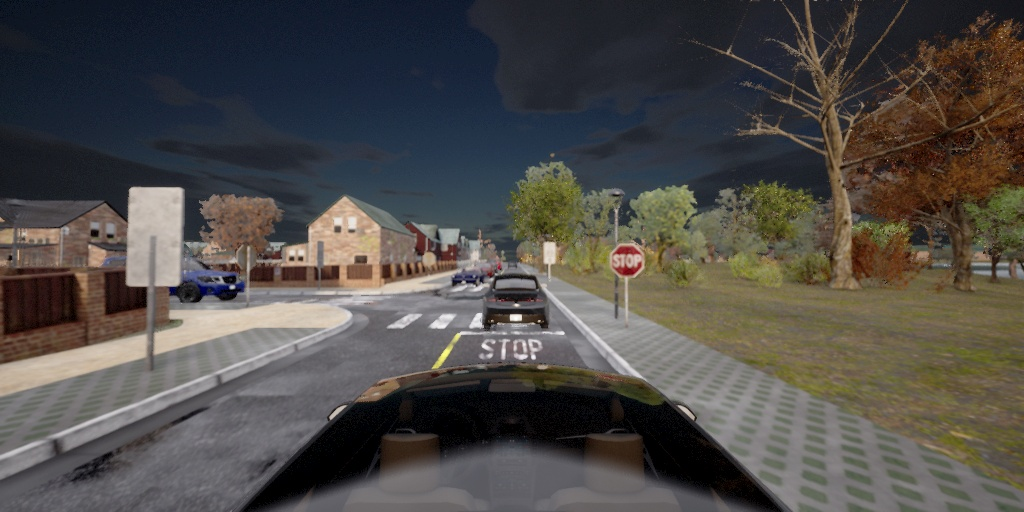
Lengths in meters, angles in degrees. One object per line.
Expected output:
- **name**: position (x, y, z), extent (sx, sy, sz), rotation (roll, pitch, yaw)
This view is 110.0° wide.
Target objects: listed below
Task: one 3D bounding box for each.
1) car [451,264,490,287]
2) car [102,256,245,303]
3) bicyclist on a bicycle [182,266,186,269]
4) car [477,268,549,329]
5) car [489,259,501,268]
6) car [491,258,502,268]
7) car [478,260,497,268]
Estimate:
- **car**: position (-3.085, 1.474, 26.287), extent (1.895, 1.301, 4.718), rotation (0, 0, 5)
- **car**: position (-15.096, 1.036, 15.924), extent (5.566, 2.045, 2.150), rotation (0, -2, 2)
- **bicyclist on a bicycle**: position (-20.214, 1.302, 21.945), extent (0.582, 1.620, 1.656), rotation (0, -1, 2)
- **car**: position (0.102, 1.302, 11.464), extent (1.837, 1.490, 4.892), rotation (0, 0, 0)
- **car**: position (-2.794, 1.504, 46.685), extent (1.837, 1.490, 4.892), rotation (0, 0, 0)
- **car**: position (-2.754, 1.299, 57.092), extent (2.150, 2.045, 5.566), rotation (0, -1, 0)
- **car**: position (-2.807, 1.409, 36.305), extent (1.882, 1.535, 5.008), rotation (0, 0, 0)
